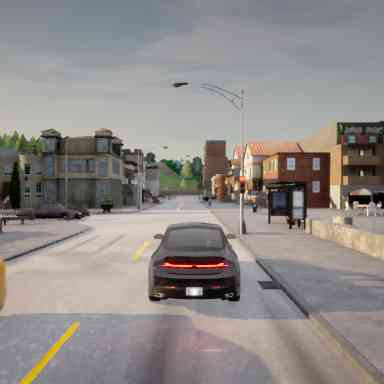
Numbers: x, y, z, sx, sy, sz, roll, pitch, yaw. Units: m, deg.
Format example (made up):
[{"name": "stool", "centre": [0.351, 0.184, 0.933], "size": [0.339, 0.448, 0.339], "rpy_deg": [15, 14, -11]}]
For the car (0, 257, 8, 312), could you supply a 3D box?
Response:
[{"name": "car", "centre": [-4.070, 1.477, 3.584], "size": [1.882, 1.535, 5.008], "rpy_deg": [0, 0, 0]}]

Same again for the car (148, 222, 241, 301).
[{"name": "car", "centre": [0.064, 1.505, 8.288], "size": [1.837, 1.490, 4.892], "rpy_deg": [0, 0, 1]}]

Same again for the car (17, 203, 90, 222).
[{"name": "car", "centre": [-10.900, 1.548, 26.315], "size": [5.357, 1.411, 2.033], "rpy_deg": [0, 0, 6]}]
